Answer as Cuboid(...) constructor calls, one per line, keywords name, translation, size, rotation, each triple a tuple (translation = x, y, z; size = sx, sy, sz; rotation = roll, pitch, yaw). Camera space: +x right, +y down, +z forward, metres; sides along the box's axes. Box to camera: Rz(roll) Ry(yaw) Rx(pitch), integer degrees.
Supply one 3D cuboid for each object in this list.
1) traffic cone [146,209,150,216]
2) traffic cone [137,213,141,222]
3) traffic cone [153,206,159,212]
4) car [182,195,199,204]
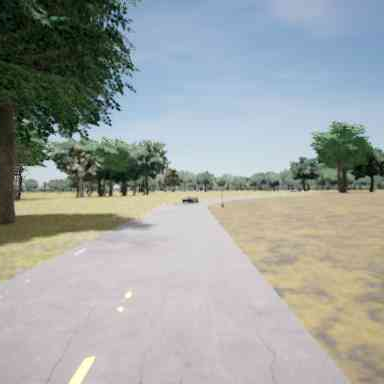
Cuboid(name="traffic cone", translation=(-3.858, 1.805, 29.300), size=(0.340, 0.580, 0.340), rotation=(0, 1, 0))
Cuboid(name="traffic cone", translation=(-3.856, 1.850, 24.300), size=(0.340, 0.580, 0.340), rotation=(0, 1, 0))
Cuboid(name="traffic cone", translation=(-3.859, 1.760, 34.300), size=(0.340, 0.580, 0.340), rotation=(0, 1, 0))
Cuboid(name="car", translation=(-0.257, 1.216, 53.706), size=(1.895, 1.301, 4.718), rotation=(0, 1, 13))
